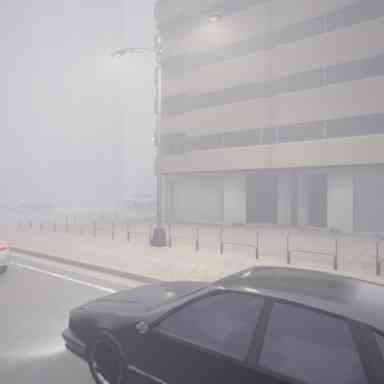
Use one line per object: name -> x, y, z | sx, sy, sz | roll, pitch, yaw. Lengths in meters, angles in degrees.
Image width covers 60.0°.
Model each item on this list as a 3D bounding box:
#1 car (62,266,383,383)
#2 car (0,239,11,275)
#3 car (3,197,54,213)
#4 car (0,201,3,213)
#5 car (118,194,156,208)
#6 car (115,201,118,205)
car -> 0.891, 1.547, 3.374 | 5.357, 1.411, 2.033 | 0, 0, 38
car -> -6.747, 1.526, 9.250 | 4.674, 1.442, 1.812 | 0, 0, 39
car -> -18.002, 1.407, 37.177 | 2.097, 1.767, 4.553 | 0, 0, 37
car -> -22.788, 1.546, 36.702 | 2.128, 1.511, 4.902 | 0, 0, 38
car -> -7.927, 1.279, 50.412 | 2.150, 2.045, 5.566 | 0, 0, 38
car -> -9.805, 1.603, 53.708 | 2.033, 1.411, 5.357 | 0, 0, 38
